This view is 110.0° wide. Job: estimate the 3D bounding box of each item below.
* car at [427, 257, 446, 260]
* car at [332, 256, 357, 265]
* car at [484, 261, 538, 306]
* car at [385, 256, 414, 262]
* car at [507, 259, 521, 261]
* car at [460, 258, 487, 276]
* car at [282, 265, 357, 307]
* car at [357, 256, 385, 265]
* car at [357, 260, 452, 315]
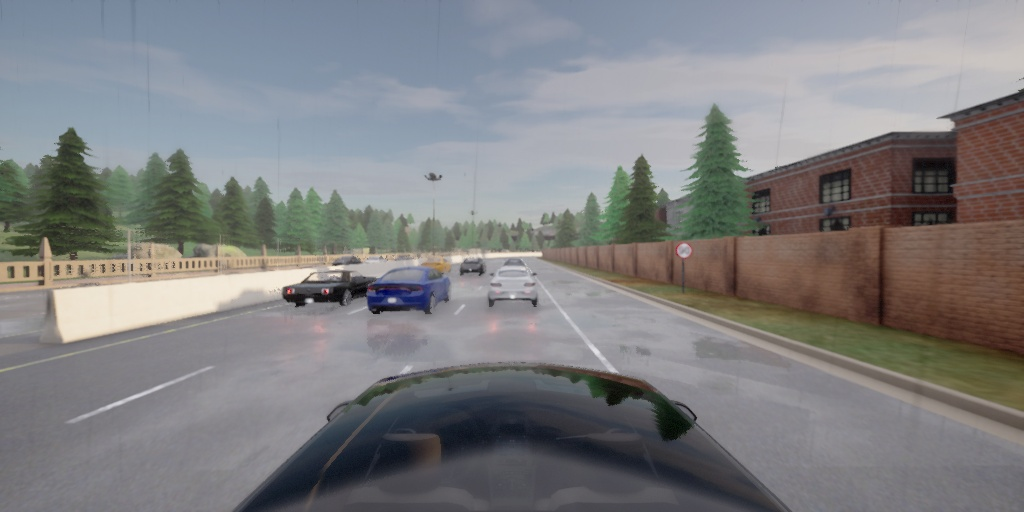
[{"bbox_3d":[-6.776,0.856,32.625,1.882,1.535,5.008,0,1,1],"label":"car"},{"bbox_3d":[-20.821,0.778,45.258,1.837,1.490,4.892,0,1,1],"label":"car"},{"bbox_3d":[0.051,1.108,14.570,1.812,1.442,4.674,0,1,0],"label":"car"},{"bbox_3d":[-13.820,0.733,45.495,2.128,1.511,4.902,0,1,1],"label":"car"},{"bbox_3d":[0.210,0.928,31.412,1.994,1.385,4.181,0,1,1],"label":"car"},{"bbox_3d":[-3.296,0.876,31.016,2.128,1.511,4.902,0,1,1],"label":"car"},{"bbox_3d":[-6.949,1.214,14.556,1.895,1.301,4.718,0,1,1],"label":"car"},{"bbox_3d":[-17.322,0.785,45.272,1.812,1.442,4.674,0,1,1],"label":"car"},{"bbox_3d":[-3.465,1.097,12.931,1.882,1.535,5.008,0,1,1],"label":"car"}]
